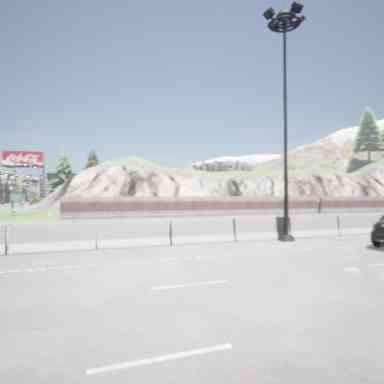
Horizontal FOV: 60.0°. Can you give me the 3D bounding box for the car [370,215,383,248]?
[{"bbox_3d":[10.097,1.557,14.448,4.553,1.767,2.097,0,-1,-21],"label":"car"}]
